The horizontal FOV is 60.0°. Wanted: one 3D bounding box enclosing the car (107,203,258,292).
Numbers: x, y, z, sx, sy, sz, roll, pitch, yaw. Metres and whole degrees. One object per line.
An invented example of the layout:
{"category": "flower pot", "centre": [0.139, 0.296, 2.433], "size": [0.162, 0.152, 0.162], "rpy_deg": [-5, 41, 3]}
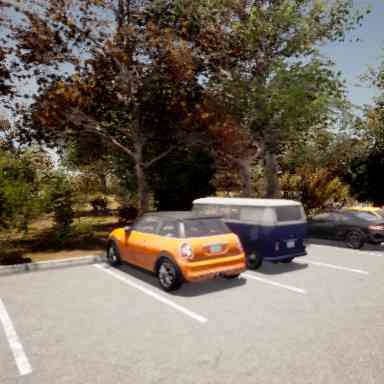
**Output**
{"category": "car", "centre": [-0.685, 1.321, 9.282], "size": [2.185, 1.767, 4.553], "rpy_deg": [0, 0, -36]}

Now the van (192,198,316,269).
{"category": "van", "centre": [1.492, 1.203, 11.018], "size": [1.878, 1.987, 4.442], "rpy_deg": [0, 0, -36]}

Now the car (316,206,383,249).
{"category": "car", "centre": [6.095, 1.441, 14.162], "size": [2.002, 1.452, 4.674], "rpy_deg": [0, 0, -36]}

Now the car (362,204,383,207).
{"category": "car", "centre": [8.467, 1.385, 15.633], "size": [1.946, 1.575, 5.366], "rpy_deg": [0, 0, -36]}
